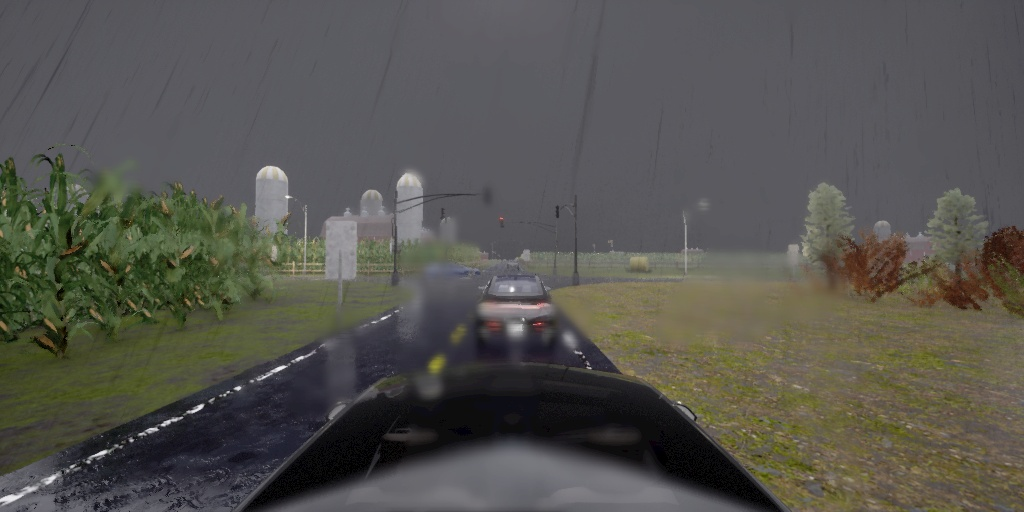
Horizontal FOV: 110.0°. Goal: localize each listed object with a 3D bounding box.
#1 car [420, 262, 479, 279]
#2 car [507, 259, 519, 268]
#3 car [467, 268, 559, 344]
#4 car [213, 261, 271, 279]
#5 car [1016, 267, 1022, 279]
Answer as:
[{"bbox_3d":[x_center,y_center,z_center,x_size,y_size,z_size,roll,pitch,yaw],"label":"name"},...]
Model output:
[{"bbox_3d":[-5.598,1.283,32.660,5.357,1.411,2.033,0,0,-34],"label":"car"},{"bbox_3d":[0.171,1.308,59.936,2.128,1.511,4.902,0,0,0],"label":"car"},{"bbox_3d":[0.101,1.246,9.623,2.128,1.511,4.902,0,0,0],"label":"car"},{"bbox_3d":[-22.033,1.046,28.651,4.902,1.511,2.128,1,-1,-3],"label":"car"},{"bbox_3d":[48.666,1.724,33.478,4.674,1.442,1.812,1,-1,-5],"label":"car"}]
